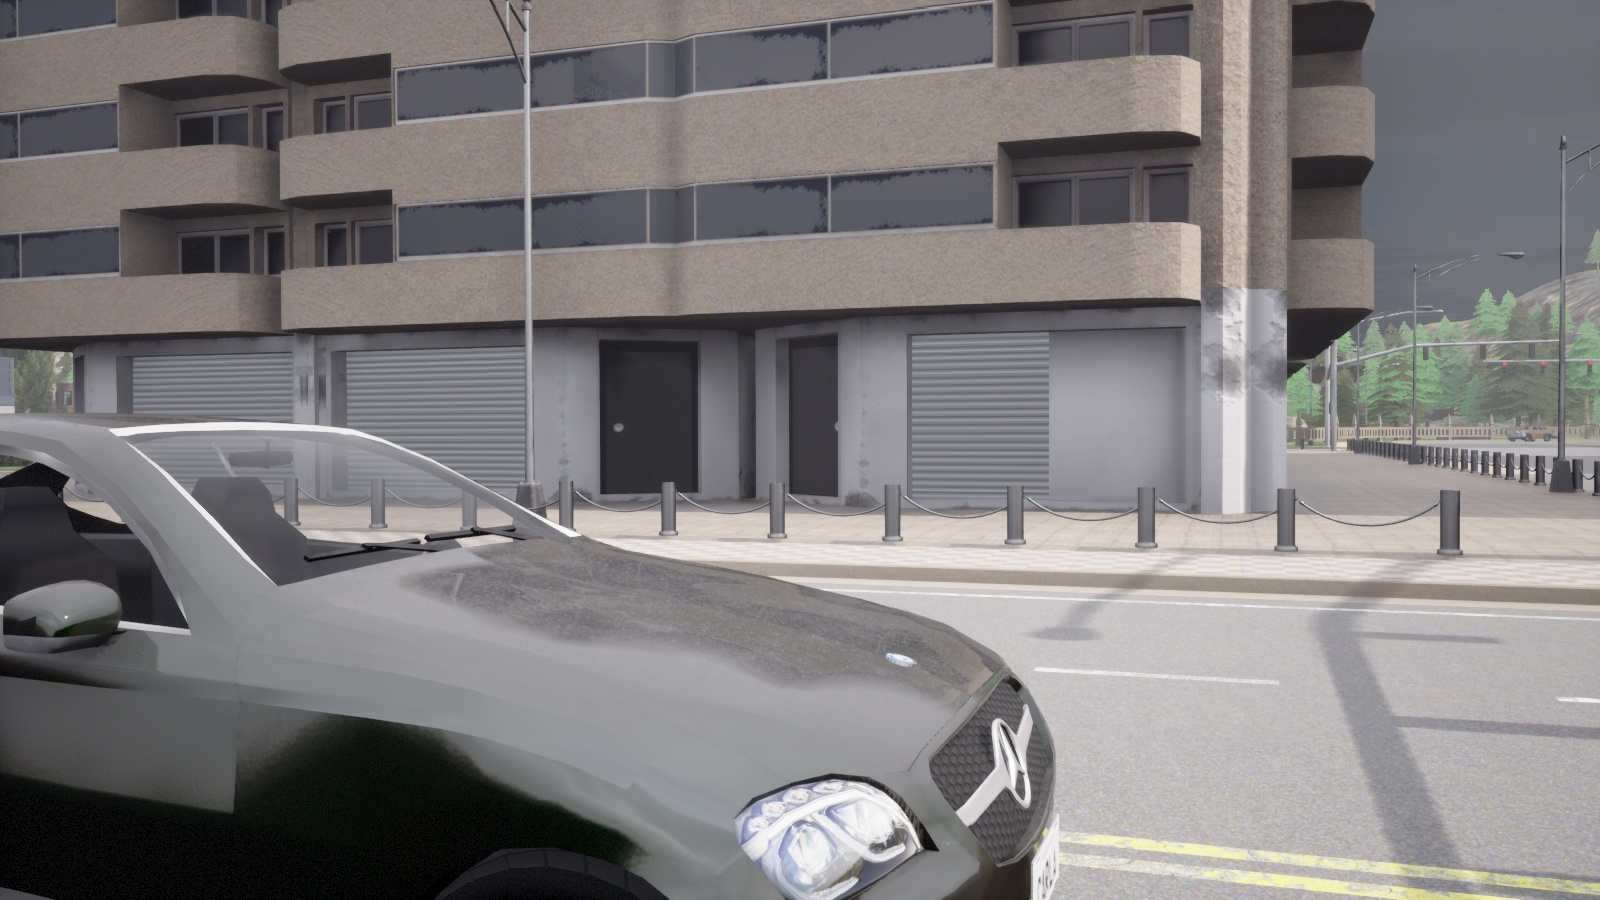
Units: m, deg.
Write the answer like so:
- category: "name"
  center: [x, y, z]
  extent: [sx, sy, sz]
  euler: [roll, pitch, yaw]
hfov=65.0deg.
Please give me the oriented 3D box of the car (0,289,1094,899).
- category: "car"
  center: [-1.794, 0.538, 3.794]
  extent: [5.027, 1.651, 2.152]
  euler: [1, 1, 19]
